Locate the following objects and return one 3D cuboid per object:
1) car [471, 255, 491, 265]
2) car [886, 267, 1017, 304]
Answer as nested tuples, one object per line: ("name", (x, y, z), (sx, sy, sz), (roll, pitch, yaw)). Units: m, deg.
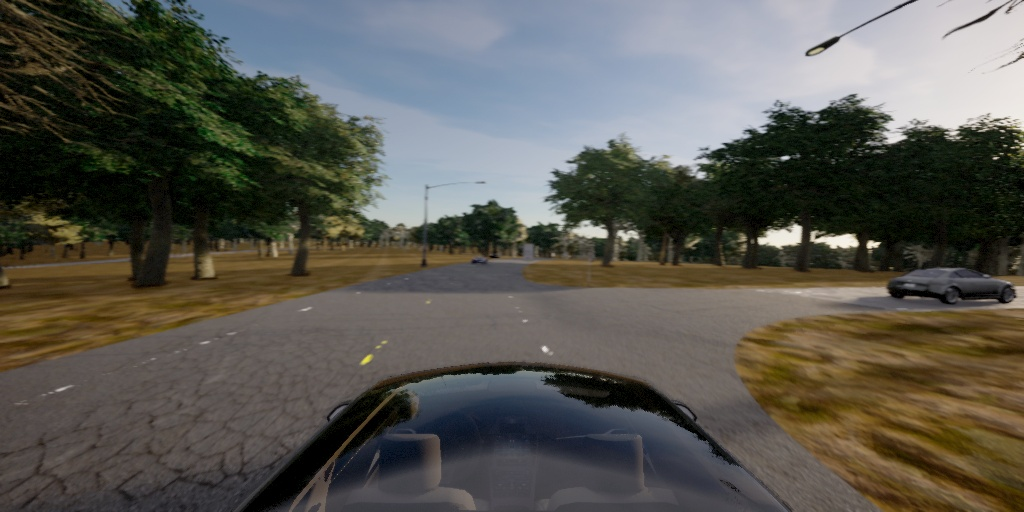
("car", (-4.874, 0.686, 53.769), (1.895, 1.301, 4.718), (2, 1, 5))
("car", (18.182, 1.165, 14.900), (4.181, 1.385, 1.994), (0, 1, -8))
